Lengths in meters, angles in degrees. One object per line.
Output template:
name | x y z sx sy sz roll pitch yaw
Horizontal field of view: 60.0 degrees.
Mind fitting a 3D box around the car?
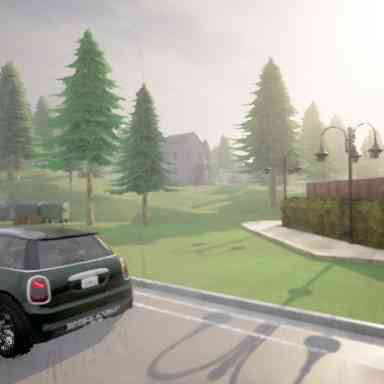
car | -3.294 1.424 6.343 4.553 1.767 2.097 -1 0 36
